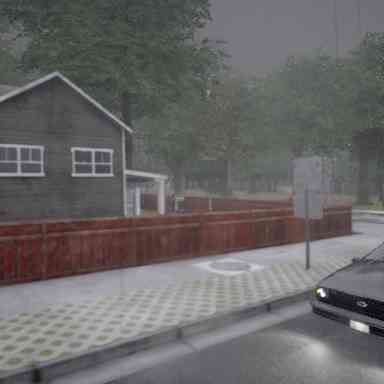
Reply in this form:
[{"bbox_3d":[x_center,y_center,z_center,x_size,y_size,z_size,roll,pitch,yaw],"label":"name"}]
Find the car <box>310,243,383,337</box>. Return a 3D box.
[{"bbox_3d":[4.571,1.531,6.297,5.357,1.411,2.033,0,0,-35],"label":"car"}]
